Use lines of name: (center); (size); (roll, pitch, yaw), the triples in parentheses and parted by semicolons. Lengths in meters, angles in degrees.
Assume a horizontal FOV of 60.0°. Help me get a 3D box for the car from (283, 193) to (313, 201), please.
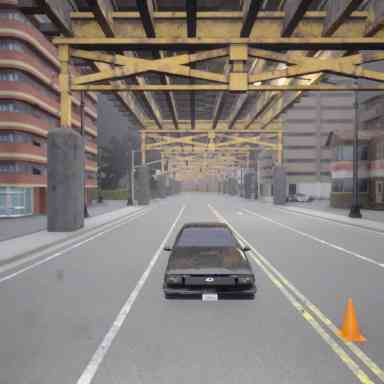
car: (17.525, 0.847, 54.884); (4.536, 1.218, 1.853); (0, 1, -20)

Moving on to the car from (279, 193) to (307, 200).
car: (17.873, 0.800, 59.001); (4.536, 1.218, 1.853); (0, 1, 25)

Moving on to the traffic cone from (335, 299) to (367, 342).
traffic cone: (2.455, 1.949, 5.150); (0.340, 0.580, 0.340); (0, 0, 0)

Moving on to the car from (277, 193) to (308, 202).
car: (17.825, 0.957, 59.025); (4.974, 1.542, 2.038); (0, 1, 25)

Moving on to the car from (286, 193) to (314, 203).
car: (17.476, 1.005, 54.868); (4.974, 1.542, 2.038); (0, 1, -20)

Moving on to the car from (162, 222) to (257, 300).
car: (0.363, 1.533, 8.758); (2.033, 1.411, 5.357); (0, 0, 1)
